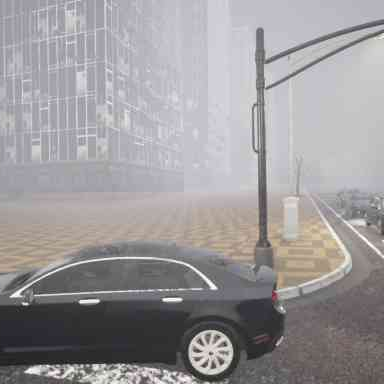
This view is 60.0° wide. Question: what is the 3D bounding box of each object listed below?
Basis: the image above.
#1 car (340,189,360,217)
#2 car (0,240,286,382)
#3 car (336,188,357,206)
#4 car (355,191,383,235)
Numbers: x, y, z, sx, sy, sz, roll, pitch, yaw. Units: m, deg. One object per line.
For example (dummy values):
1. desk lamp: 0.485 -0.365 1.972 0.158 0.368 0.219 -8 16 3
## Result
1. car: 10.849 0.759 20.819 1.994 1.385 4.181 -1 2 17
2. car: -1.173 1.505 4.800 4.892 1.490 1.837 0 0 0
3. car: 12.799 0.454 26.897 2.128 1.511 4.902 -1 2 18
4. car: 8.846 0.928 14.510 2.128 1.511 4.902 -1 2 18
